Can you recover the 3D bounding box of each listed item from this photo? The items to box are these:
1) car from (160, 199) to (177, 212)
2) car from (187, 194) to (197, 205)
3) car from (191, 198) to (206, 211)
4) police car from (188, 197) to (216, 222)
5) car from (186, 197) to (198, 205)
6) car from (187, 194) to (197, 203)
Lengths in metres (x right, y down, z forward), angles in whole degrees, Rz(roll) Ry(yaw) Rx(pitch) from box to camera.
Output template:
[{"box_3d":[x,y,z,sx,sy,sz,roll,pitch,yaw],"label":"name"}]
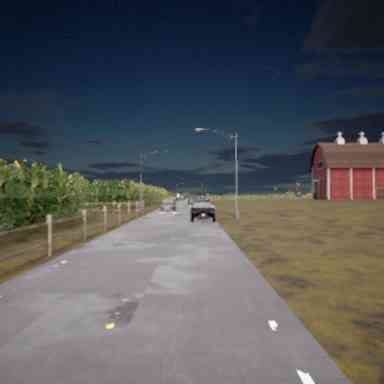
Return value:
[{"box_3d":[-2.840,1.584,40.285,1.812,1.442,4.674,0,0,0],"label":"car"},{"box_3d":[0.825,1.400,36.426,2.097,1.767,4.553,0,0,0],"label":"car"},{"box_3d":[0.826,1.569,42.458,1.837,1.490,4.892,0,0,0],"label":"car"},{"box_3d":[0.825,1.449,26.563,1.930,1.638,5.238,0,0,0],"label":"police car"},{"box_3d":[0.002,1.662,63.014,2.128,1.511,4.902,0,-1,0],"label":"car"},{"box_3d":[0.003,1.451,78.052,2.150,2.045,5.566,0,-1,0],"label":"car"}]
